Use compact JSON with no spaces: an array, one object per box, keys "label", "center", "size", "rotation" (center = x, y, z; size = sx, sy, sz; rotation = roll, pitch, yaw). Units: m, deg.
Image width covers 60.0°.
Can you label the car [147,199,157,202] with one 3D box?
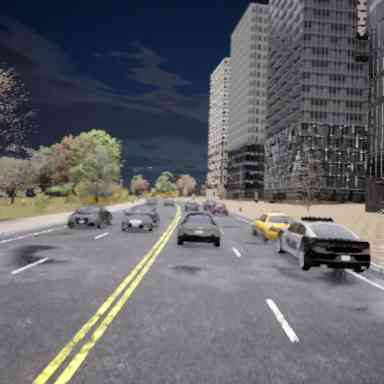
[{"label":"car","center":[-7.477,1.933,62.232],"size":[1.994,1.385,4.181],"rotation":[2,-1,-3]}]

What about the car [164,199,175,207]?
[{"label":"car","center":[-4.218,2.053,62.066],"size":[1.994,1.385,4.181],"rotation":[2,-1,-3]}]

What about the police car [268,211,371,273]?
[{"label":"police car","center":[4.413,1.696,12.036],"size":[1.930,1.638,5.238],"rotation":[2,-1,1]}]

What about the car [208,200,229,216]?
[{"label":"car","center":[3.306,2.052,40.550],"size":[1.812,1.442,4.674],"rotation":[2,-1,-1]}]

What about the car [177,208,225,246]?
[{"label":"car","center":[0.326,1.728,16.394],"size":[1.994,1.385,4.181],"rotation":[2,-1,1]}]

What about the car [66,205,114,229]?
[{"label":"car","center":[-6.345,1.532,21.118],"size":[1.994,1.385,4.181],"rotation":[2,-1,0]}]

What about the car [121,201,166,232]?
[{"label":"car","center":[-3.094,1.574,20.691],"size":[2.128,1.511,4.902],"rotation":[2,-1,0]}]

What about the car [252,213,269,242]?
[{"label":"car","center":[4.487,1.788,18.172],"size":[1.801,1.575,5.366],"rotation":[2,-1,0]}]

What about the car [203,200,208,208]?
[{"label":"car","center":[2.861,1.994,52.463],"size":[2.097,1.767,4.553],"rotation":[2,-1,-3]}]

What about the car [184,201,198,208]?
[{"label":"car","center":[-0.110,1.969,47.438],"size":[2.128,1.511,4.902],"rotation":[2,-1,-2]}]
